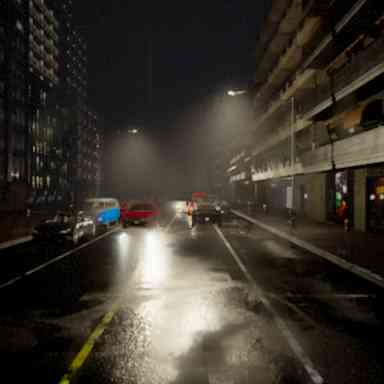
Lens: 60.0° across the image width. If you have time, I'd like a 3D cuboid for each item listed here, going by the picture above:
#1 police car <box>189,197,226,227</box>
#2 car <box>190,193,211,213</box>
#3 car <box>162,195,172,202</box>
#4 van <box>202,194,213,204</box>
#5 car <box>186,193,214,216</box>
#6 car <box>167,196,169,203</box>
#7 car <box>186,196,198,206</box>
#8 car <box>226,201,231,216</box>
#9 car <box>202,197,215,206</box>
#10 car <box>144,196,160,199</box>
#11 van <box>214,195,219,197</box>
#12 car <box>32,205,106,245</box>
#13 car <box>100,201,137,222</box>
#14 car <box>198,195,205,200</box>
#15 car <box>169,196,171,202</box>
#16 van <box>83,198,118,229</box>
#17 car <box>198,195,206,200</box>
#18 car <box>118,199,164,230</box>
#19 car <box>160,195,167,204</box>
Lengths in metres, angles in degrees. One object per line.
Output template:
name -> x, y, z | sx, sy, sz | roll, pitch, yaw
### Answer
police car -> 0.906, 1.386, 22.303 | 1.930, 1.638, 5.238 | 0, 0, 0
car -> 0.910, 1.163, 38.224 | 2.150, 2.045, 5.566 | 0, 0, 0
car -> -5.673, 1.474, 76.049 | 1.947, 1.339, 4.313 | 0, 0, 0
van -> 2.703, 1.260, 59.477 | 1.690, 1.788, 3.998 | 0, 0, 0
car -> 0.665, 1.292, 32.159 | 2.097, 1.767, 4.553 | 0, 0, 0
car -> -5.678, 1.470, 59.480 | 2.008, 1.369, 4.403 | 0, 0, 0
car -> 0.014, 1.427, 54.876 | 1.837, 1.490, 4.892 | 0, 0, 0
car -> 2.697, 1.497, 31.864 | 2.008, 1.369, 4.403 | 0, 0, 0
car -> 2.702, 1.468, 53.954 | 1.887, 1.381, 4.507 | 0, 0, 0
car -> -5.682, 1.372, 42.912 | 1.967, 1.590, 4.097 | 0, 0, 0
van -> 2.699, 1.274, 42.909 | 1.690, 1.788, 3.998 | 0, 0, 0
car -> -5.688, 1.523, 15.298 | 2.008, 1.369, 4.403 | 0, 0, 0
car -> -5.686, 1.498, 26.343 | 1.887, 1.381, 4.507 | 0, 0, 0
car -> 2.712, 1.431, 92.784 | 1.752, 1.417, 4.829 | 0, 0, 0
car -> -5.676, 1.355, 65.004 | 1.967, 1.590, 4.097 | 0, 0, 0
van -> -5.687, 1.304, 20.820 | 1.690, 1.788, 3.998 | 0, 0, 0
car -> 2.710, 1.471, 87.092 | 1.947, 1.339, 4.313 | 0, 0, 0
car -> -3.094, 1.439, 21.194 | 1.882, 1.535, 5.008 | 0, 0, 0
car -> -5.679, 1.474, 53.957 | 2.008, 1.369, 4.403 | 0, 0, 0
